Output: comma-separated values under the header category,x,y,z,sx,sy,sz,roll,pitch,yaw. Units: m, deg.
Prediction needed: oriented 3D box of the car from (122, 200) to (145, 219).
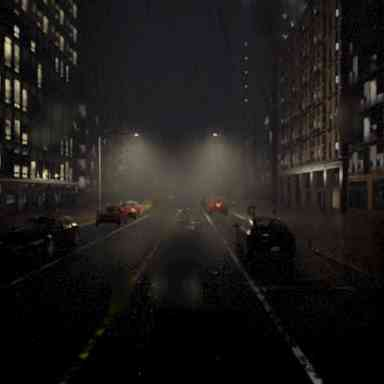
category,x,y,z,sx,sy,sz,roll,pitch,yaw
car,-5.706,1.575,29.922,1.967,1.590,4.097,-1,0,0

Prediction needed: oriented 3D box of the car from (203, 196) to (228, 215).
category,x,y,z,sx,sy,sz,roll,pitch,yaw
car,2.671,1.475,35.609,2.192,1.841,5.009,-1,0,0

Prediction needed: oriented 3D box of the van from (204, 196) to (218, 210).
category,x,y,z,sx,sy,sz,roll,pitch,yaw
van,2.669,1.552,46.976,1.690,1.788,3.998,-1,0,0

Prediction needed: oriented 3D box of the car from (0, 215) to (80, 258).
category,x,y,z,sx,sy,sz,roll,pitch,yaw
car,-5.700,1.610,12.871,2.008,1.369,4.403,-1,0,0

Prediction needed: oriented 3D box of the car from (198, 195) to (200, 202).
category,x,y,z,sx,sy,sz,roll,pitch,yaw
car,2.664,1.725,64.027,1.967,1.590,4.097,-1,0,0

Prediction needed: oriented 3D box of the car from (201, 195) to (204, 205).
category,x,y,z,sx,sy,sz,roll,pitch,yaw
car,2.670,1.500,41.293,2.192,1.841,5.009,-1,0,0

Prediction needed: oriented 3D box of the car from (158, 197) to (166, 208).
category,x,y,z,sx,sy,sz,roll,pitch,yaw
car,-5.712,1.802,52.657,1.947,1.339,4.313,-1,0,0

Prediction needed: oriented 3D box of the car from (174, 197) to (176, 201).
category,x,y,z,sx,sy,sz,roll,pitch,yaw
car,-5.722,1.673,81.076,2.192,1.841,5.009,-1,0,0

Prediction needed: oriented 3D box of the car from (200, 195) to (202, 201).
category,x,y,z,sx,sy,sz,roll,pitch,yaw
car,2.668,1.675,52.659,1.967,1.590,4.097,-1,0,0

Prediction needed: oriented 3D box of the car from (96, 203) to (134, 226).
category,x,y,z,sx,sy,sz,roll,pitch,yaw
car,-5.704,1.692,24.238,1.802,1.307,4.206,-1,0,0

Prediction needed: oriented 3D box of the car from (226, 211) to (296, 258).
category,x,y,z,sx,sy,sz,roll,pitch,yaw
car,2.680,1.609,12.873,2.008,1.369,4.403,-1,0,0

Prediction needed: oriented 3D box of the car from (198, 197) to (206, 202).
category,x,y,z,sx,sy,sz,roll,pitch,yaw
car,2.660,1.932,86.761,2.008,1.369,4.403,-1,0,0

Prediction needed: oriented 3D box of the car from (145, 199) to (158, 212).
category,x,y,z,sx,sy,sz,roll,pitch,yaw
car,-5.708,1.710,41.120,1.752,1.417,4.829,-1,0,0

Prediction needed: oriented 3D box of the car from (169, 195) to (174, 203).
category,x,y,z,sx,sy,sz,roll,pitch,yaw
car,-5.718,1.774,75.391,1.967,1.590,4.097,-1,0,0

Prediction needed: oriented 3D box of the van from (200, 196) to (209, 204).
category,x,y,z,sx,sy,sz,roll,pitch,yaw
van,2.662,1.650,69.710,1.690,1.788,3.998,-1,0,0

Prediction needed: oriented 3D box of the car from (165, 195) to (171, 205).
category,x,y,z,sx,sy,sz,roll,pitch,yaw
car,-5.715,1.836,64.024,2.008,1.369,4.403,-1,0,0
